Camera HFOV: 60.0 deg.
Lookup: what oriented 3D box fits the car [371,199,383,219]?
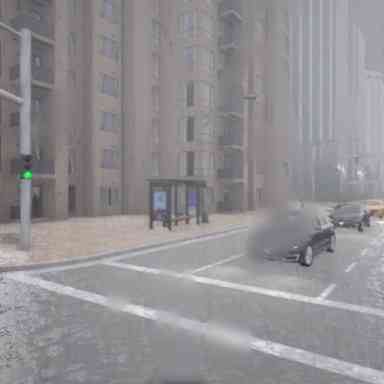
[{"bbox_3d":[15.377,1.388,28.445,1.882,1.535,5.008,0,0,35],"label":"car"}]

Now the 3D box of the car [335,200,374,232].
[{"bbox_3d":[9.426,1.446,19.936,1.837,1.490,4.892,0,0,35],"label":"car"}]

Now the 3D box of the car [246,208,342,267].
[{"bbox_3d":[3.594,1.477,11.580,1.837,1.490,4.892,0,0,36],"label":"car"}]
